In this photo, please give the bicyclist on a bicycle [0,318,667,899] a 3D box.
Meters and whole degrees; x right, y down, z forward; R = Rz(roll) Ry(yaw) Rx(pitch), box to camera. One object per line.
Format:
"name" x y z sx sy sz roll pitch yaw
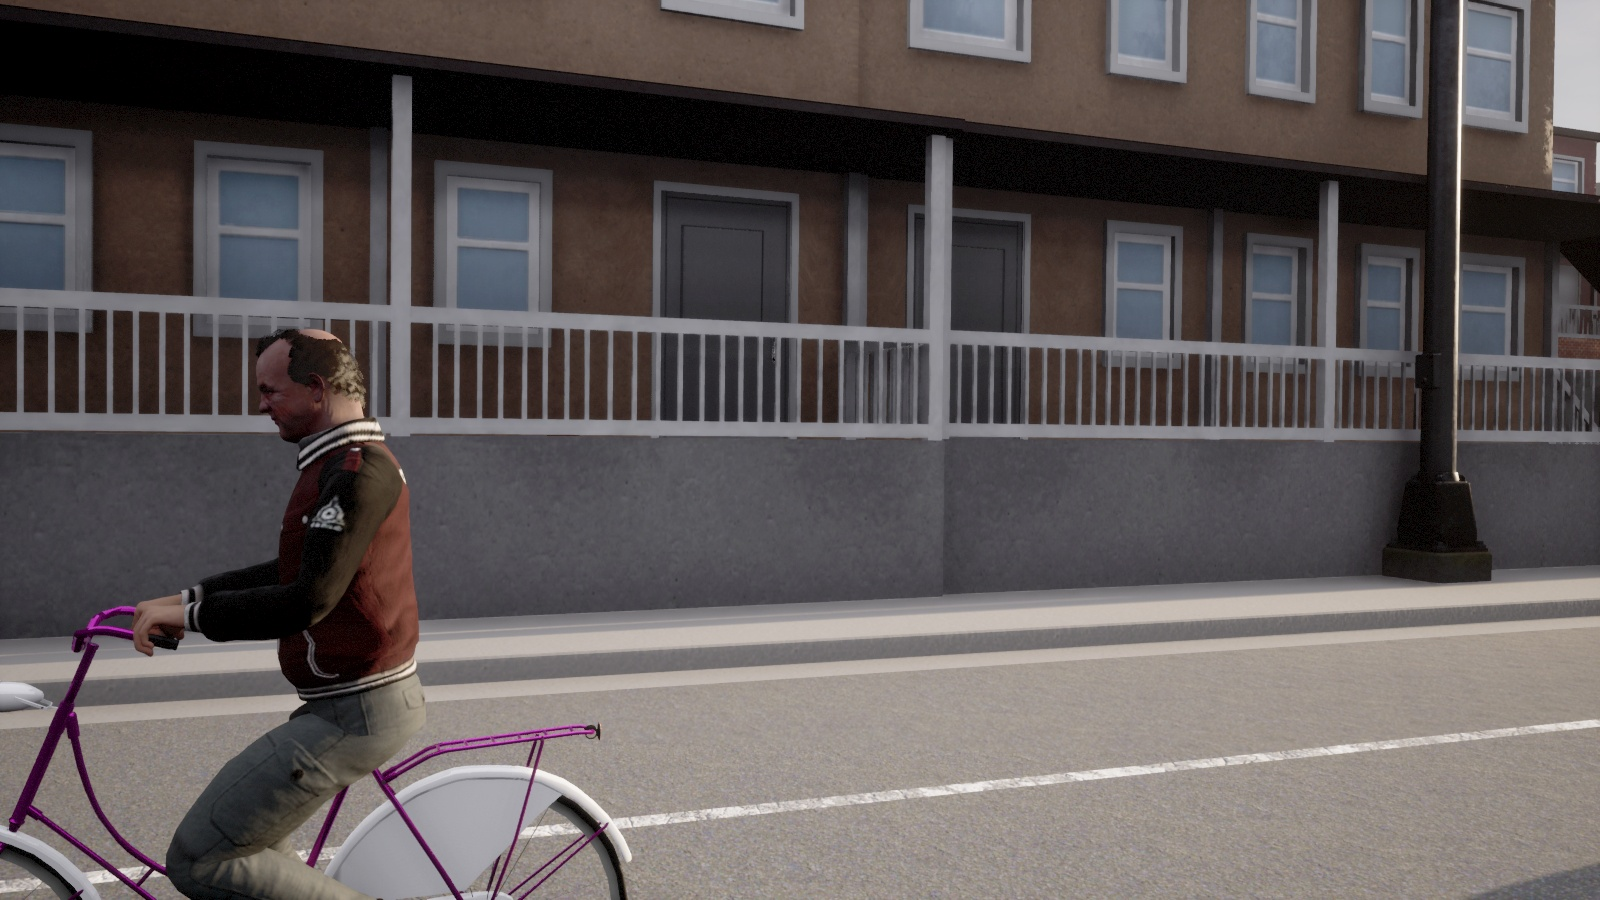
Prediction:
"bicyclist on a bicycle" -1.275 0.638 2.753 1.843 1.776 0.659 -1 1 -21
